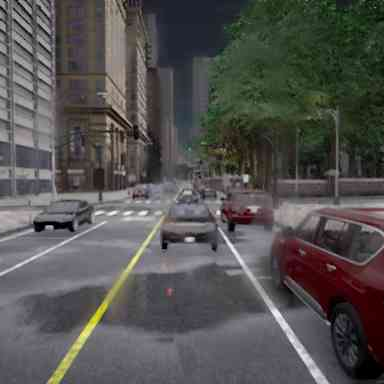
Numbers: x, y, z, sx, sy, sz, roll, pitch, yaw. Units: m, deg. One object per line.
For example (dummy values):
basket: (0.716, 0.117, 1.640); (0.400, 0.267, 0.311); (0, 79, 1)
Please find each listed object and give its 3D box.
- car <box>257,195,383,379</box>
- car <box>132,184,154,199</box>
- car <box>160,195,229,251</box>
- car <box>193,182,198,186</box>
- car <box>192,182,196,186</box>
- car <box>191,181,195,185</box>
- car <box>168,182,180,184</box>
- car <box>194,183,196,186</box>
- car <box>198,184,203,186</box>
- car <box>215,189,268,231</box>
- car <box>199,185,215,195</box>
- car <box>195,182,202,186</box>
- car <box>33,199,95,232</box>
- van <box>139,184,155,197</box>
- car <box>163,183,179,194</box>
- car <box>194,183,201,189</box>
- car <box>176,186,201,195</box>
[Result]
car: (2.695, 1.138, 5.196); (2.192, 1.841, 5.009); (0, 2, -1)
car: (-6.370, -0.110, 42.600); (2.192, 1.841, 5.009); (0, 2, -1)
car: (-0.092, 1.090, 12.115); (2.128, 1.511, 4.902); (0, 2, -1)
car: (1.764, -0.828, 69.794); (1.887, 1.381, 4.507); (0, 2, -1)
car: (1.686, -0.997, 75.211); (1.947, 1.339, 4.313); (0, 2, -1)
car: (1.608, -1.438, 80.619); (2.192, 1.841, 5.009); (0, 2, -1)
car: (-4.051, -0.938, 73.255); (1.994, 1.385, 4.181); (0, 2, -1)
car: (1.842, -0.602, 64.378); (1.802, 1.307, 4.206); (0, 2, -1)
car: (2.076, -0.040, 48.129); (1.802, 1.307, 4.206); (0, 2, -1)
car: (2.537, 0.776, 16.163); (2.192, 1.841, 5.009); (0, 2, -1)
car: (2.154, 0.129, 42.712); (1.947, 1.339, 4.313); (0, 2, -1)
car: (1.999, -0.368, 53.541); (1.967, 1.590, 4.097); (0, 2, -1)
car: (-5.988, 1.039, 16.067); (1.947, 1.339, 4.313); (0, 2, -1)
van: (-6.448, -0.269, 48.017); (1.690, 1.788, 3.998); (0, 2, -1)
car: (-3.868, -0.400, 57.726); (2.033, 1.411, 5.357); (0, 2, 0)
car: (1.449, -1.617, 91.629); (1.752, 1.417, 4.829); (0, 2, -1)
car: (-0.360, 0.491, 30.975); (1.812, 1.442, 4.674); (0, 2, -1)
